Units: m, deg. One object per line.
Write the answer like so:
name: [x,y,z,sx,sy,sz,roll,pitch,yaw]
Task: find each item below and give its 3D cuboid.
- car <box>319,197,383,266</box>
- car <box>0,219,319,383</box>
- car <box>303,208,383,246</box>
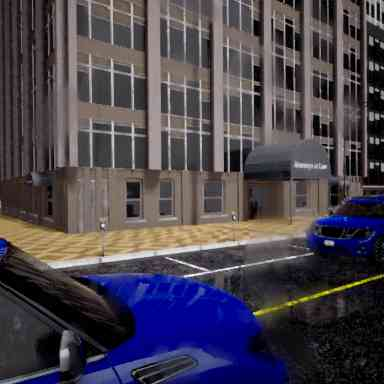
car: [6.483,1.219,11.867,5.566,2.045,2.150,0,0,-35]
car: [-1.878,1.220,1.972,5.566,2.045,2.150,0,0,-35]
car: [7.474,1.542,15.764,4.507,1.381,1.887,0,-1,-35]
